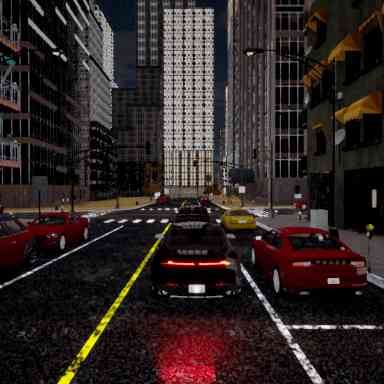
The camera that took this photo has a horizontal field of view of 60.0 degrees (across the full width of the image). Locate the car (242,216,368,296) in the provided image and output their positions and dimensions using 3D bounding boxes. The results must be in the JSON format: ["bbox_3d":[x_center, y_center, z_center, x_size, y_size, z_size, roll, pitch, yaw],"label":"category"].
[{"bbox_3d":[2.666,1.543,8.504,1.887,1.381,4.507,-1,0,0],"label":"car"}]

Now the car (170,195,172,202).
[{"bbox_3d":[-5.834,1.310,68.622,2.192,1.841,5.009,-1,0,0],"label":"car"}]

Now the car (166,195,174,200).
[{"bbox_3d":[-5.875,1.541,90.859,1.887,1.381,4.507,-1,0,0],"label":"car"}]

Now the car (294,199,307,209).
[{"bbox_3d":[14.176,1.254,38.698,4.507,1.381,1.887,-1,1,-1],"label":"car"}]

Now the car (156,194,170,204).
[{"bbox_3d":[-5.821,1.540,63.062,1.887,1.381,4.507,-1,0,0],"label":"car"}]

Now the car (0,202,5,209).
[{"bbox_3d":[-23.922,1.744,38.300,4.097,1.590,1.967,-1,1,-1],"label":"car"}]

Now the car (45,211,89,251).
[{"bbox_3d":[-5.726,1.542,14.026,1.887,1.381,4.507,-1,0,0],"label":"car"}]

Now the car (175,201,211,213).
[{"bbox_3d":[0.060,1.475,18.706,1.882,1.535,5.008,0,0,0],"label":"car"}]

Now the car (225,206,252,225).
[{"bbox_3d":[2.644,1.522,19.721,1.752,1.417,4.829,-1,0,0],"label":"car"}]

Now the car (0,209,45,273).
[{"bbox_3d":[-5.716,1.438,8.502,1.967,1.590,4.097,-1,0,0],"label":"car"}]

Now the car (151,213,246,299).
[{"bbox_3d":[0.082,1.503,8.434,1.837,1.490,4.892,0,0,0],"label":"car"}]

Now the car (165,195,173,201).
[{"bbox_3d":[-5.865,1.521,85.130,1.752,1.417,4.829,-1,0,0],"label":"car"}]

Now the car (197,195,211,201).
[{"bbox_3d":[2.558,1.435,63.077,1.967,1.590,4.097,-1,0,0],"label":"car"}]

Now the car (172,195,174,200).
[{"bbox_3d":[-5.845,1.310,74.181,2.192,1.841,5.009,-1,0,0],"label":"car"}]

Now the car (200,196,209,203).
[{"bbox_3d":[2.548,1.520,68.807,1.752,1.417,4.829,-1,0,0],"label":"car"}]
